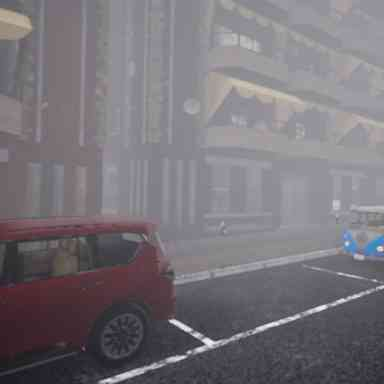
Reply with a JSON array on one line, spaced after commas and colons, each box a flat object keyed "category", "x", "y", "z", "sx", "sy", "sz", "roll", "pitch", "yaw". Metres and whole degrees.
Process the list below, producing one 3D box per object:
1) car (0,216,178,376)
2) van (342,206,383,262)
[{"category": "car", "x": -2.526, "y": 1.315, "z": 4.265, "sx": 5.009, "sy": 1.841, "sz": 2.192, "roll": 0, "pitch": 2, "yaw": -35}, {"category": "van", "x": 6.476, "y": 1.329, "z": 10.687, "sx": 3.998, "sy": 1.788, "sz": 1.690, "roll": 0, "pitch": 2, "yaw": -35}]
